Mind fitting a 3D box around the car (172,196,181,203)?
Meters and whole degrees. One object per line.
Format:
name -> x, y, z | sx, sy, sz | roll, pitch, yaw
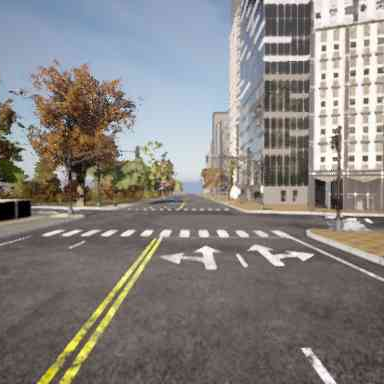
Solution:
car -> -3.236, 1.555, 72.294 | 2.033, 1.411, 5.357 | 0, 0, 0
